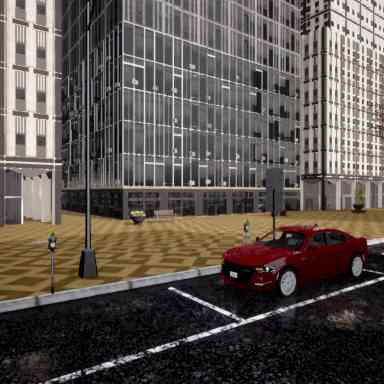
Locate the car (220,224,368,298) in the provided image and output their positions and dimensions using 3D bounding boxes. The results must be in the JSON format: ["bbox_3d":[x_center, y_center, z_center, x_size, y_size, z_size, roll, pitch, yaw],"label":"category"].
[{"bbox_3d":[2.730,1.545,8.516,4.507,1.381,1.887,0,0,-36],"label":"car"}]
